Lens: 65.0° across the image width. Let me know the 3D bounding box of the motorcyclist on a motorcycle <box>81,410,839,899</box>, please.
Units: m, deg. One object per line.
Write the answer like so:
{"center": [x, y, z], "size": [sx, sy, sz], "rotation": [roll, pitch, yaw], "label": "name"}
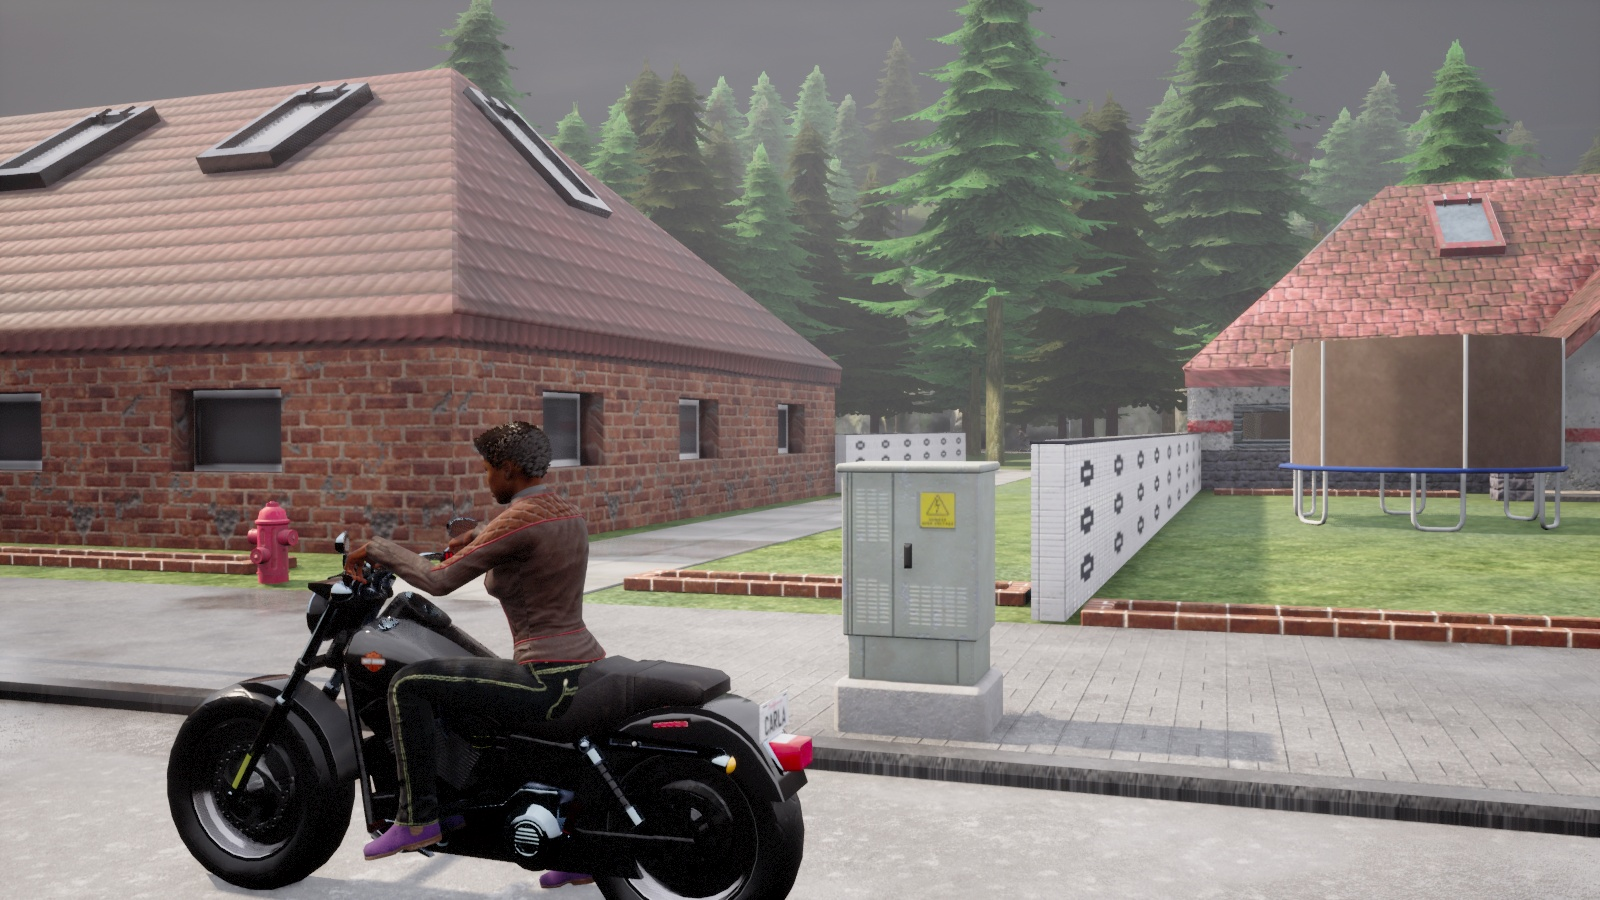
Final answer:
{"center": [-1.109, 0.707, 4.093], "size": [2.350, 1.649, 0.766], "rotation": [0, 1, 19], "label": "motorcyclist on a motorcycle"}
